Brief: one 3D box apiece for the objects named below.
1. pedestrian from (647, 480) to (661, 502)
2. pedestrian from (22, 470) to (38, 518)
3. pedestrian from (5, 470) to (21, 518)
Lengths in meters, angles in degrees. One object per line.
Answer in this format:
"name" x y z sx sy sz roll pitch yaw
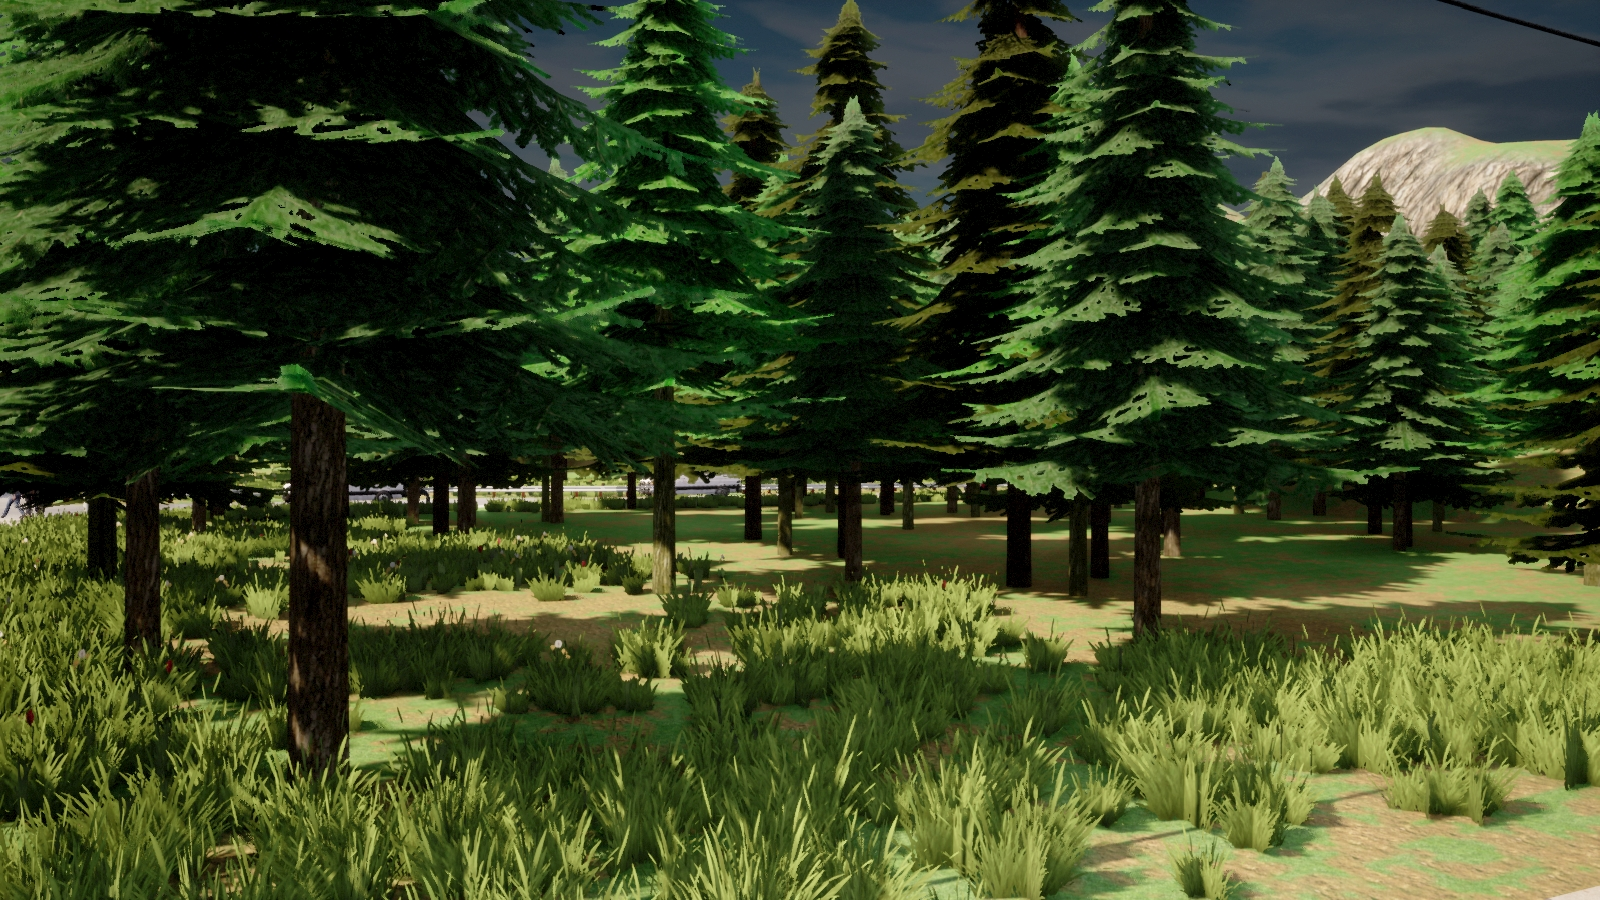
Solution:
"pedestrian" -7.381 2.050 57.631 0.500 1.100 0.500 0 0 -38
"pedestrian" -29.632 1.695 43.992 0.375 1.860 0.375 0 0 -7
"pedestrian" -30.654 1.694 44.483 0.375 1.860 0.375 0 0 -5
